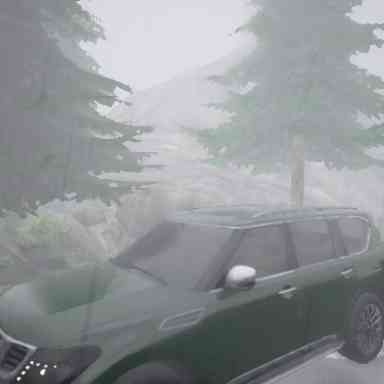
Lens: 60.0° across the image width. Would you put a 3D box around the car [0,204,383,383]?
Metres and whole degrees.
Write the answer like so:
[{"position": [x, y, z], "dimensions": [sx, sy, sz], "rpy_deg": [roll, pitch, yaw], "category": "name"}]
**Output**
[{"position": [0.474, 1.219, 4.329], "dimensions": [5.566, 2.045, 2.150], "rpy_deg": [0, 0, -35], "category": "car"}]
